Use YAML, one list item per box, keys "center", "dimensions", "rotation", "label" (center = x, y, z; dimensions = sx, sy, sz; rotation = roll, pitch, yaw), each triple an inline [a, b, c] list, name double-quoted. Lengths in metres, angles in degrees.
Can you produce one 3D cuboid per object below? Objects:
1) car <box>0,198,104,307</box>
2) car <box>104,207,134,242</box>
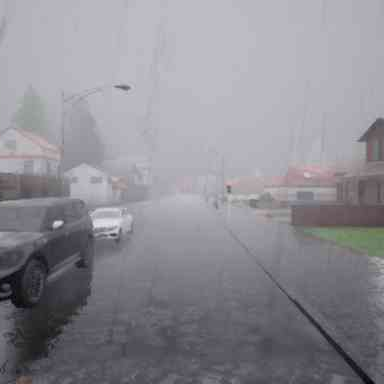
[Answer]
- center: [-4.088, 1.191, 8.224]
  dimensions: [2.150, 2.045, 5.566]
  rotation: [0, 0, 0]
  label: "car"
- center: [-3.989, 1.467, 16.029]
  dimensions: [1.812, 1.442, 4.674]
  rotation: [0, 0, 0]
  label: "car"
